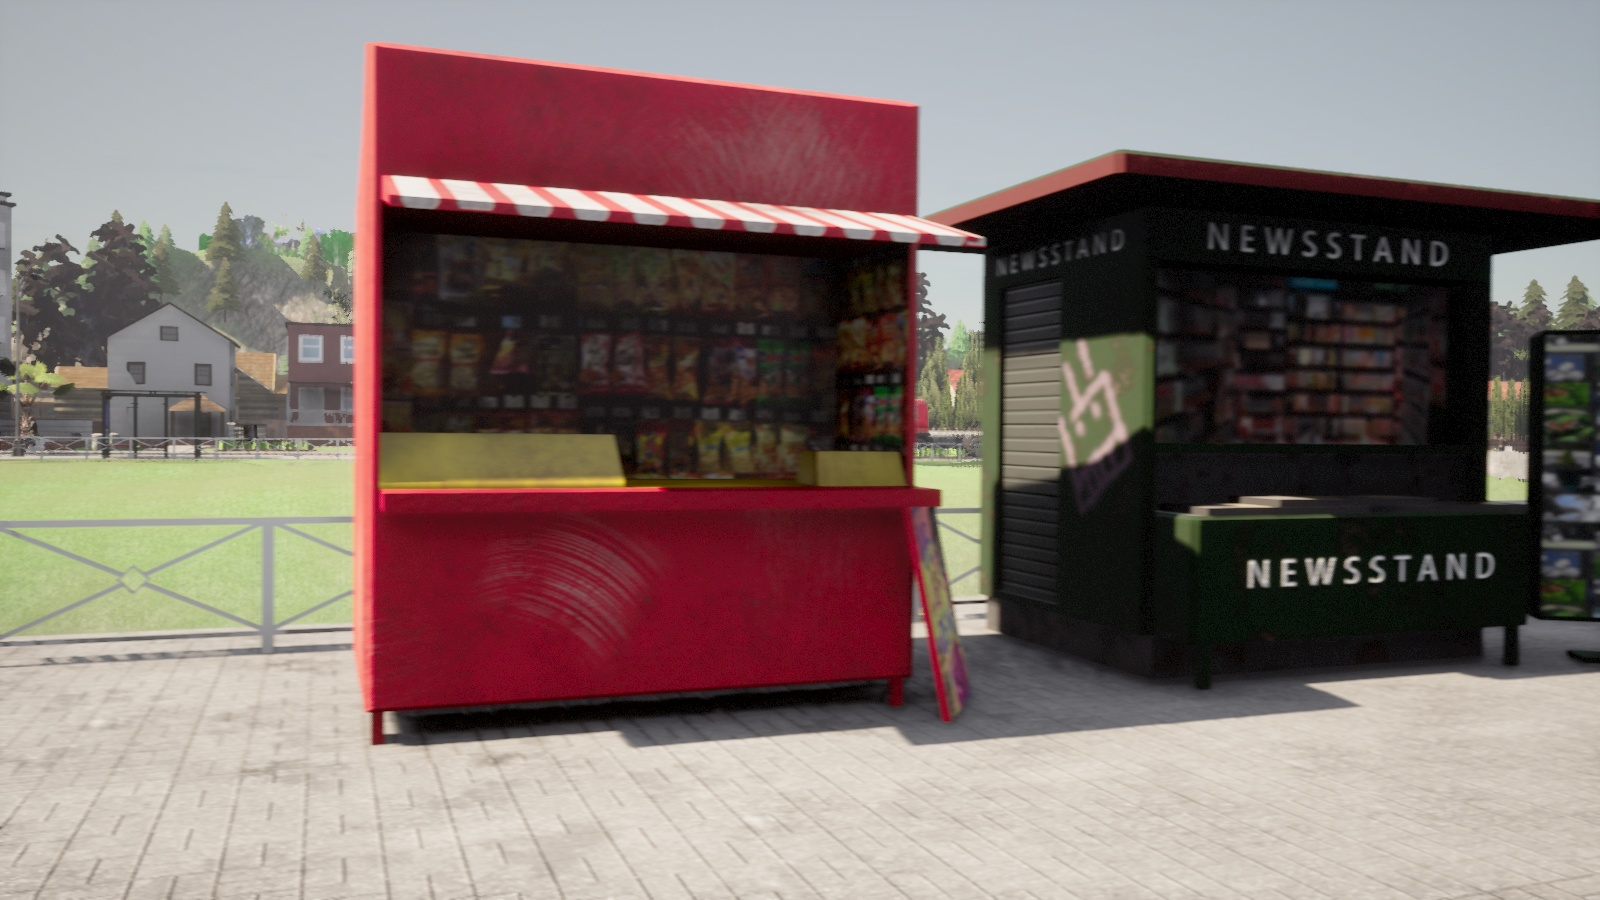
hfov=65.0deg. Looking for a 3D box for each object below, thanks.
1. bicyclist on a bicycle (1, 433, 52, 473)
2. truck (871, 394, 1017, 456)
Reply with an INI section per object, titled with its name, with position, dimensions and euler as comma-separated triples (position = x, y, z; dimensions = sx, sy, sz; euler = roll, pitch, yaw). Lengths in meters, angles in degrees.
[bicyclist on a bicycle]
position = -34.823, 0.125, 56.554
dimensions = 1.843, 1.776, 0.659
euler = -1, 1, -21
[truck]
position = 8.365, -1.461, 72.930
dimensions = 7.936, 3.462, 2.891
euler = -1, 1, -21
